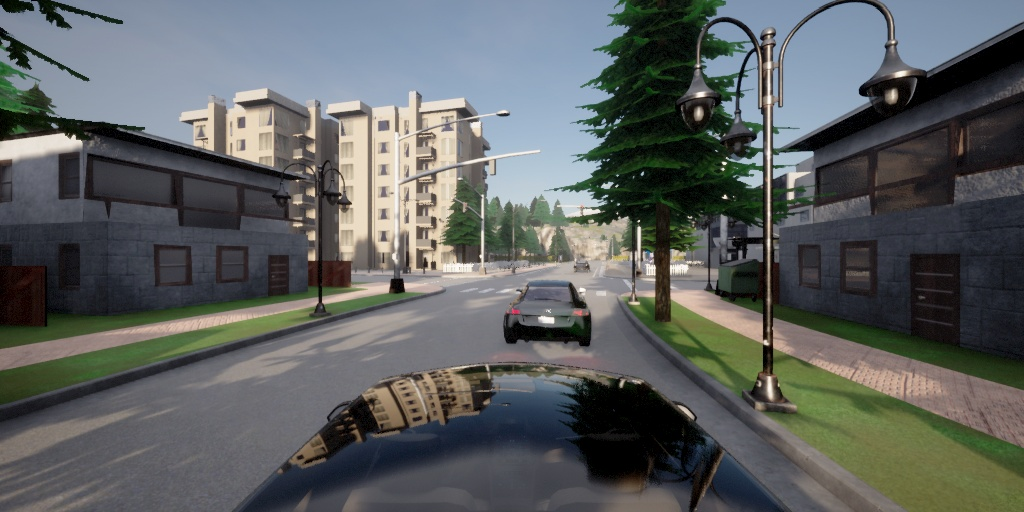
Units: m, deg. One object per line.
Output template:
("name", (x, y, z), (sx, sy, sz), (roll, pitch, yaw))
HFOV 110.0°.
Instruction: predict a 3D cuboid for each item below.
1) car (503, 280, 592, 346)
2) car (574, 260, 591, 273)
("car", (1.011, 1.314, 9.488), (1.994, 1.385, 4.181), (0, 0, 9))
("car", (8.802, 1.276, 45.011), (2.128, 1.511, 4.902), (0, 0, 14))
